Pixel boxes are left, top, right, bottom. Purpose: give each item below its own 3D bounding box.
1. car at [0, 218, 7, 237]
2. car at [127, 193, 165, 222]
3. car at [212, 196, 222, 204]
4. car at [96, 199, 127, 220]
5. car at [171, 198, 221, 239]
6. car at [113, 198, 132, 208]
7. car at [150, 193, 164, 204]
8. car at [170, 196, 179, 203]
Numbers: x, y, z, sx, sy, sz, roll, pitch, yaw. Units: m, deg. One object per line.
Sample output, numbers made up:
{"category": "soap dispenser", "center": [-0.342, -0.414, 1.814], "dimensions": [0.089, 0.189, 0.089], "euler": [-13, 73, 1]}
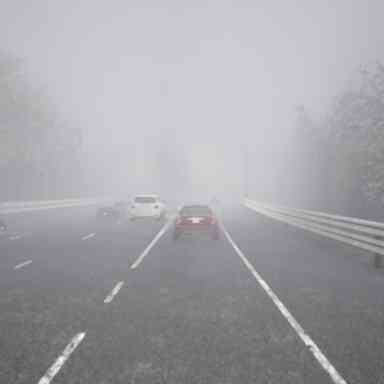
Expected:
{"category": "car", "center": [-10.401, 1.515, 15.139], "dimensions": [1.837, 1.490, 4.892], "euler": [0, 0, 0]}
{"category": "car", "center": [-3.399, 1.240, 26.447], "dimensions": [2.150, 2.045, 5.566], "euler": [0, 0, 0]}
{"category": "car", "center": [4.471, 1.599, 62.293], "dimensions": [1.837, 1.490, 4.892], "euler": [-1, -1, 10]}
{"category": "car", "center": [-6.899, 1.545, 28.601], "dimensions": [1.812, 1.442, 4.674], "euler": [0, 0, 0]}
{"category": "car", "center": [0.238, 1.365, 17.444], "dimensions": [2.097, 1.767, 4.553], "euler": [0, 0, 1]}
{"category": "car", "center": [-10.399, 1.634, 50.086], "dimensions": [1.895, 1.301, 4.718], "euler": [0, 0, 0]}
{"category": "car", "center": [-6.898, 1.267, 66.489], "dimensions": [2.150, 2.045, 5.566], "euler": [0, 0, 0]}
{"category": "car", "center": [-3.399, 1.538, 67.649], "dimensions": [2.128, 1.511, 4.902], "euler": [0, 0, 0]}
